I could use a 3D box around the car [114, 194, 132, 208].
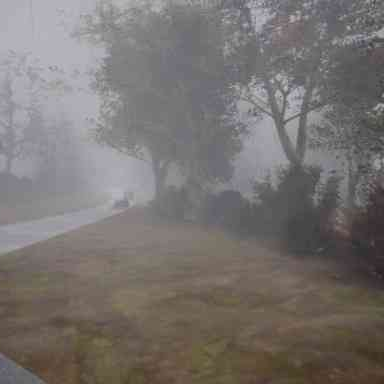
[{"bbox_3d":[-10.694,1.542,50.512,1.812,1.442,4.674,-1,1,-5],"label":"car"}]

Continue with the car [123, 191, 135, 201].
[{"bbox_3d":[-12.835,0.752,67.319,2.150,2.045,5.566,-1,3,-10],"label":"car"}]
